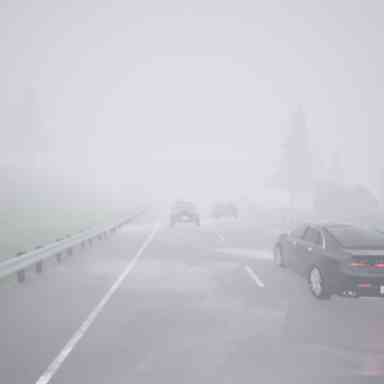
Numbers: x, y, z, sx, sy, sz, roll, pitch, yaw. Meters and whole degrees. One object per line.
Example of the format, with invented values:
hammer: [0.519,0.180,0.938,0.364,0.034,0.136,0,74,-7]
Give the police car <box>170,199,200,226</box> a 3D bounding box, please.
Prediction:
police car: [-0.538,1.493,23.513,2.038,1.542,4.974,0,0,-3]

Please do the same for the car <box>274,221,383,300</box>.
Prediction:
car: [3.480,1.499,8.380,1.837,1.490,4.892,0,0,-1]

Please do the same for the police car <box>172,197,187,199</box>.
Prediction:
police car: [-1.588,1.412,42.520,1.930,1.638,5.238,0,0,-3]

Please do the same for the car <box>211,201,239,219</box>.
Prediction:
car: [2.717,1.480,28.423,2.128,1.511,4.902,0,0,-3]
